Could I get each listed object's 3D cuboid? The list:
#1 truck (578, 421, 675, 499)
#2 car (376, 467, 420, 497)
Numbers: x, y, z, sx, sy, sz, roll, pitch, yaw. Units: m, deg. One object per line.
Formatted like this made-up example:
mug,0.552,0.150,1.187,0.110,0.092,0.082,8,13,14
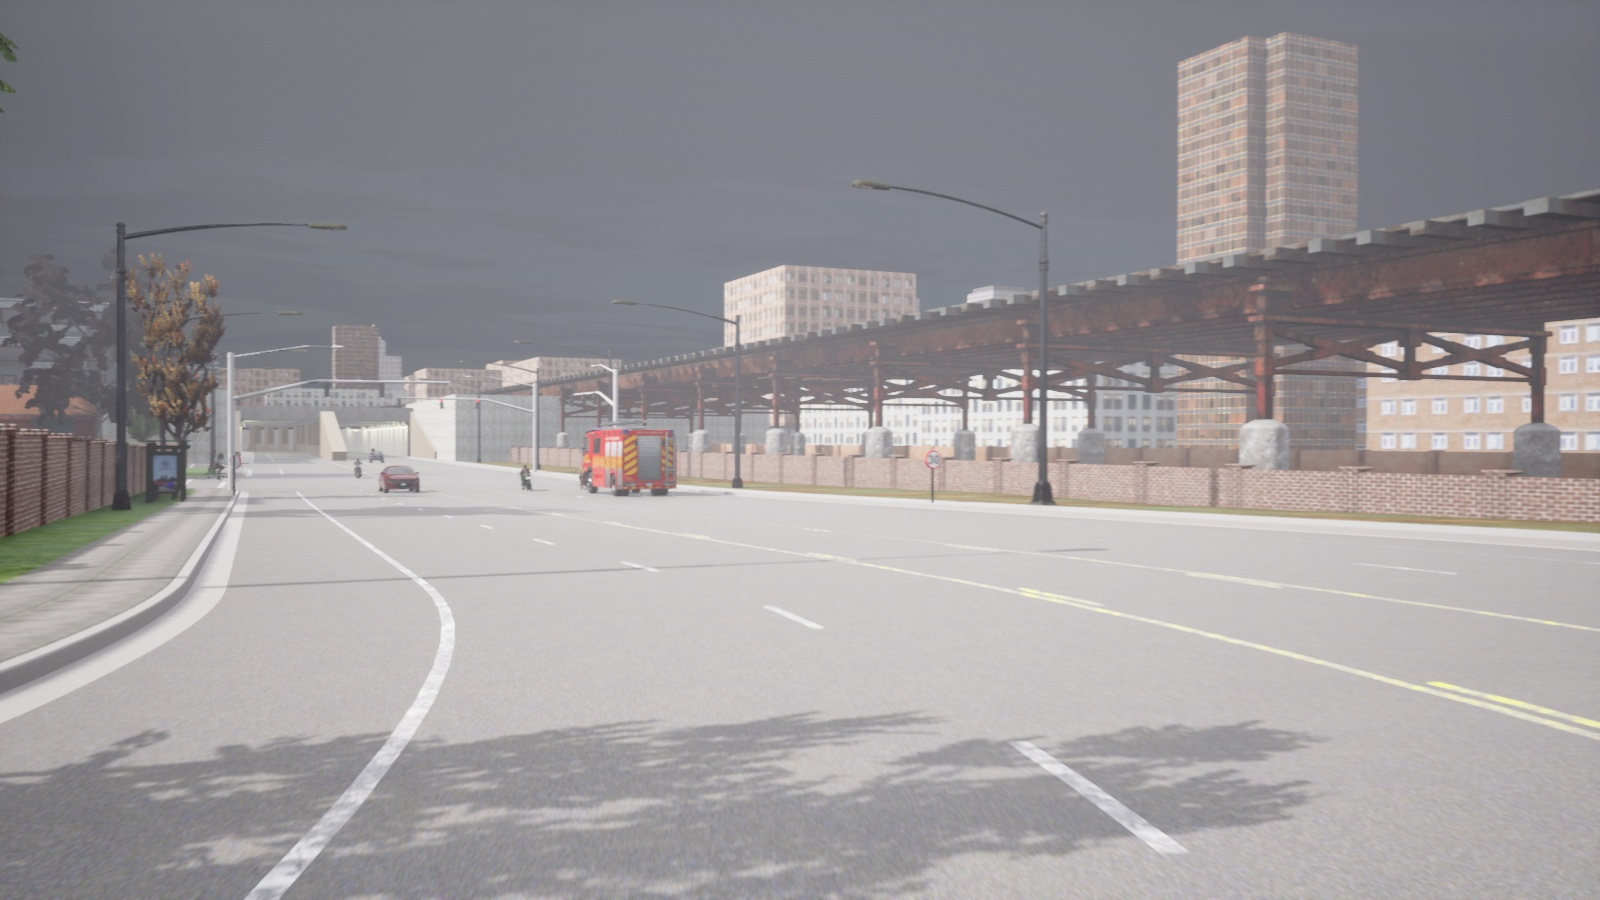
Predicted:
truck,-9.274,0.490,66.201,2.891,3.827,8.468,0,0,-24
car,-22.631,1.779,70.605,1.882,1.535,5.008,-1,0,-24
